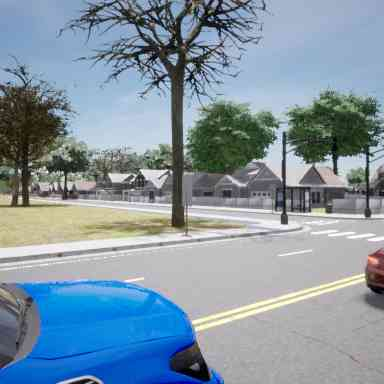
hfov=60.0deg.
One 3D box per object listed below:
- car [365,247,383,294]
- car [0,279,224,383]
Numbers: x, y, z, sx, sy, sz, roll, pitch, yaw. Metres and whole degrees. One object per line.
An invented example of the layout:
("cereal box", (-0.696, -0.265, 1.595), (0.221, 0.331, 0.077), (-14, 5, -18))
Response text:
("car", (5.677, 1.525, 7.464), (4.674, 1.442, 1.812), (0, 0, -36))
("car", (-2.399, 1.221, 1.730), (5.566, 2.045, 2.150), (0, 0, -36))
